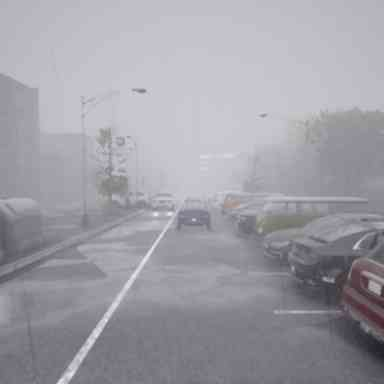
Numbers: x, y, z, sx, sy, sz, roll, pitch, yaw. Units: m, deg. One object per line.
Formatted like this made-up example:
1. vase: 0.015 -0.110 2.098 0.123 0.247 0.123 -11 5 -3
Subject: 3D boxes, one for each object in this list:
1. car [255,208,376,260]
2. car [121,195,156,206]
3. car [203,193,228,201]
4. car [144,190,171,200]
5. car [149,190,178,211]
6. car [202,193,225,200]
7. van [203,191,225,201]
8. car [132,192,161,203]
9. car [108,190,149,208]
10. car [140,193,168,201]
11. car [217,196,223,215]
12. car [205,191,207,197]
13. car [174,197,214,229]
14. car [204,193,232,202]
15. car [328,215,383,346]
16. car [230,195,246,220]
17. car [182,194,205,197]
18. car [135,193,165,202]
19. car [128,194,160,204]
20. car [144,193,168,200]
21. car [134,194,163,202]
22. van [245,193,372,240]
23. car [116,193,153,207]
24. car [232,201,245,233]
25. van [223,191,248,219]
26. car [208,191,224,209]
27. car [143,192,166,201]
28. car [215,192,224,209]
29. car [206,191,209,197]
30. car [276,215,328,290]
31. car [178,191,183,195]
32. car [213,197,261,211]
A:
1. car: 4.656 1.406 10.128 4.892 1.521 2.231 0 0 0
2. car: -7.673 1.169 47.660 4.674 1.452 2.002 0 0 0
3. car: 4.662 0.995 65.997 4.892 1.521 2.231 0 1 0
4. car: -7.645 0.608 74.125 5.566 2.045 2.435 0 1 0
5. car: -3.089 0.948 37.015 2.150 2.045 5.566 0 0 0
6. car: 4.650 0.921 71.599 4.892 1.521 2.231 0 2 0
7. van: 4.539 0.742 68.788 4.442 1.987 1.878 0 1 0
8. car: -7.707 0.937 56.598 4.553 1.767 2.185 0 0 0
9. car: -7.705 0.920 41.906 5.566 2.045 2.435 0 0 0
10. car: -7.489 0.995 65.414 5.366 1.575 1.946 0 0 0
11. car: 4.680 1.311 26.892 4.792 1.488 2.163 0 0 0
12. car: 4.626 0.845 52.029 5.566 2.045 2.435 0 0 0
13. car: 0.101 1.328 20.271 1.882 1.535 5.008 0 0 0
14. car: 4.649 1.035 60.537 4.892 1.521 2.231 0 0 0
15. car: 4.618 1.320 4.542 4.553 1.767 2.185 0 0 0
16. car: 4.682 1.217 18.509 4.553 1.767 2.185 0 0 0
17. car: 0.102 1.203 37.197 1.882 1.535 5.008 0 0 0
18. car: -7.860 1.017 62.475 5.366 1.575 1.946 0 0 0
19. car: -7.705 1.114 53.661 4.792 1.488 2.163 0 0 0
20. car: -7.679 0.928 71.186 5.008 1.535 2.097 0 1 0
21. car: -7.681 1.043 59.412 4.892 1.521 2.231 0 0 0
22. van: 4.534 1.158 12.920 4.442 1.987 1.878 0 0 0
23. car: -7.645 1.025 44.720 4.553 1.767 2.185 0 0 0
24. car: 4.646 1.362 15.840 5.008 1.535 2.097 0 0 0
25. van: 4.769 1.076 24.094 4.442 1.987 1.878 0 0 0
26. car: 4.680 0.989 32.476 5.566 2.045 2.435 0 0 0
27. car: -7.644 0.846 68.355 4.553 1.767 2.185 0 1 0
28. car: 4.621 1.135 29.682 4.553 1.767 2.185 0 0 0
29. car: 4.685 1.011 46.568 4.553 1.767 2.185 0 0 0
30. car: 4.644 1.426 7.334 4.892 1.521 2.231 0 0 0
31. car: -3.069 0.587 78.899 1.812 1.442 4.674 0 2 0
32. car: 4.682 1.249 35.270 4.792 1.488 2.163 0 0 0
